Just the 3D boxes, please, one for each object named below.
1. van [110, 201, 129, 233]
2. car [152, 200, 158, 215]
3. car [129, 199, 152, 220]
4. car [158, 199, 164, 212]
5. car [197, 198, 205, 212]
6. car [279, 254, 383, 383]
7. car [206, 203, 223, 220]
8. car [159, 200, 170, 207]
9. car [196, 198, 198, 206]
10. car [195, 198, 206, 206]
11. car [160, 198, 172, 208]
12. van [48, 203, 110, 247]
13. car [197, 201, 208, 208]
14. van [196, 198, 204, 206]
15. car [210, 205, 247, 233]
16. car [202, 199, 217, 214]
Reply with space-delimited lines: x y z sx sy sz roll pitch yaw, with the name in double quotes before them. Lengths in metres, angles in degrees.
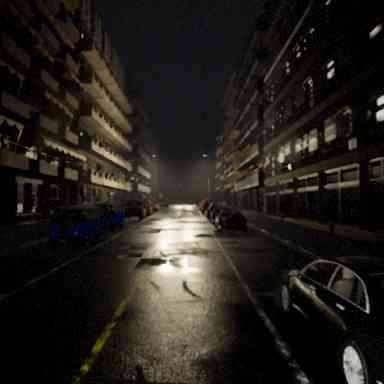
"van" -5.450 1.605 21.468 1.690 1.788 3.998 1 -1 0
"car" -5.578 1.790 38.057 2.192 1.841 5.009 1 -1 0
"car" -5.535 1.719 32.528 2.192 1.841 5.009 1 -1 0
"car" -5.670 2.188 49.115 1.947 1.339 4.313 1 -1 0
"car" 2.225 1.846 43.589 2.192 1.841 5.009 1 -1 0
"car" 2.556 1.601 4.875 2.008 1.369 4.403 1 -1 0
"car" 2.384 1.860 26.995 1.887 1.381 4.507 1 -1 0
"car" -5.843 2.486 71.234 1.887 1.381 4.507 1 -1 0
"car" 2.135 2.123 54.650 1.967 1.590 4.097 1 -1 0
"car" 1.965 2.324 76.774 2.192 1.841 5.009 1 -1 0
"car" -5.795 2.174 65.706 2.192 1.841 5.009 1 -1 0
"van" -5.406 1.537 15.937 1.690 1.788 3.998 1 -1 0
"car" 2.046 2.423 65.709 1.802 1.307 4.206 1 -1 0
"van" 1.921 2.437 82.305 1.690 1.788 3.998 1 -1 0
"car" 2.427 1.791 21.466 1.887 1.381 4.507 1 -1 0
"car" 2.350 1.827 32.528 1.967 1.590 4.097 1 -1 0
